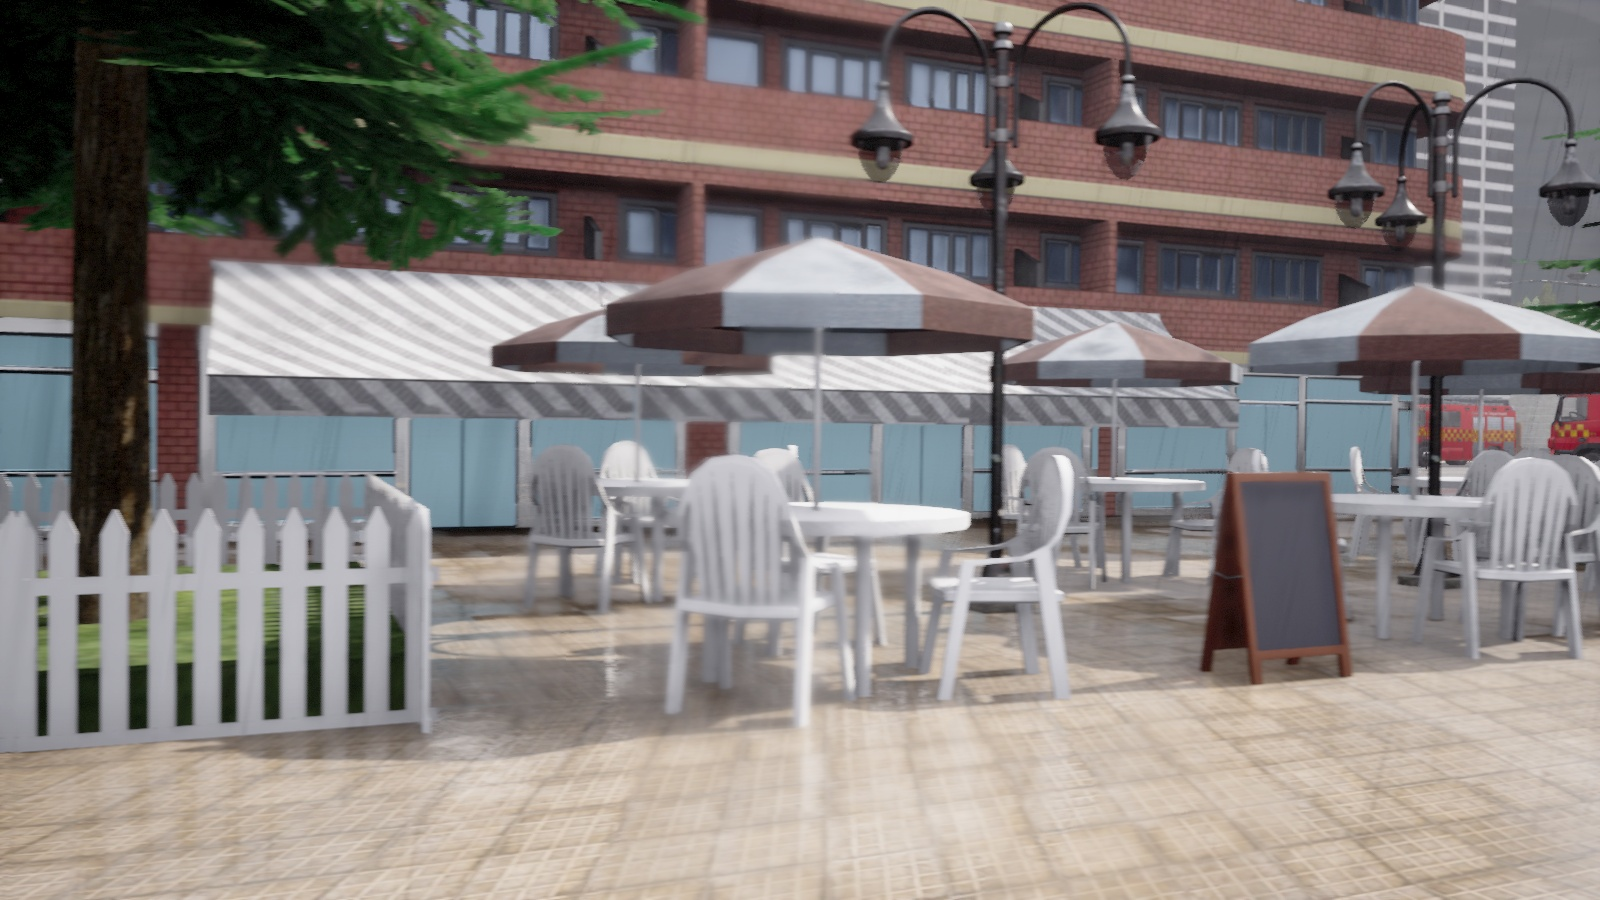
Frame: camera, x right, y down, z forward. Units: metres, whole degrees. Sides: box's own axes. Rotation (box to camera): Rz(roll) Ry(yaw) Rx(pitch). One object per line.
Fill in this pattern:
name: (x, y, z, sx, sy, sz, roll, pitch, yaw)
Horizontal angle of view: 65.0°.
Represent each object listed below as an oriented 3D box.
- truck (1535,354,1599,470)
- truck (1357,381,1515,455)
truck: (28.574, -1.253, 40.385, 2.891, 3.827, 8.468, -1, 1, -22)
truck: (34.792, -1.760, 68.694, 8.468, 3.827, 2.891, -1, 1, -23)
